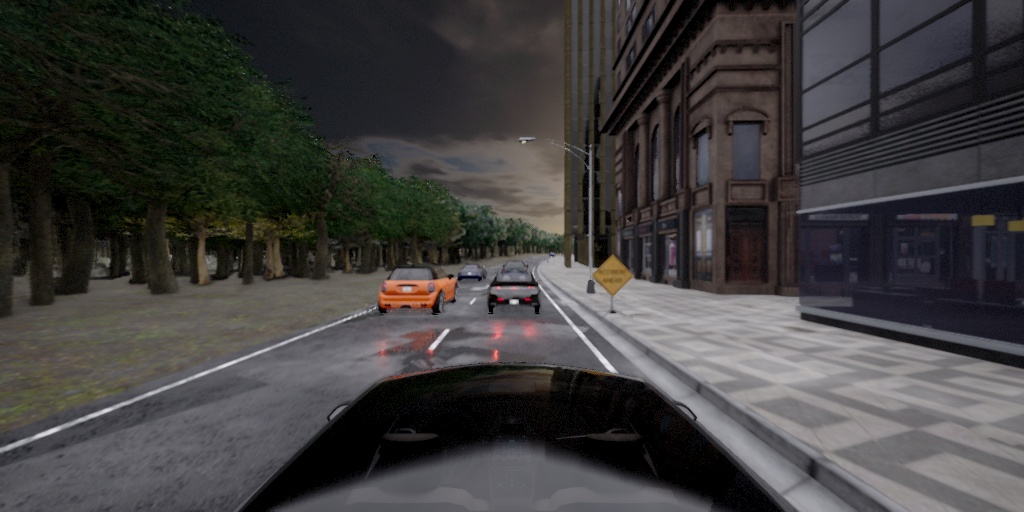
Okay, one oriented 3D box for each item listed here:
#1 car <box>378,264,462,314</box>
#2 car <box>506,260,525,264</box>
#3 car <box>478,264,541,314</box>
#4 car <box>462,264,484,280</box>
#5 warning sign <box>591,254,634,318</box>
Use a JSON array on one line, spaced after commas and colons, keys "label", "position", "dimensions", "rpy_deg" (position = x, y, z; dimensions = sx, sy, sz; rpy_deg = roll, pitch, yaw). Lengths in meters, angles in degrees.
[{"label": "car", "position": [-3.412, 1.107, 13.856], "dimensions": [2.097, 1.767, 4.553], "rpy_deg": [0, 0, 1]}, {"label": "car", "position": [0.289, 1.101, 28.766], "dimensions": [2.097, 1.767, 4.553], "rpy_deg": [0, 0, 2]}, {"label": "car", "position": [0.088, 1.249, 13.855], "dimensions": [2.128, 1.511, 4.902], "rpy_deg": [0, 0, 1]}, {"label": "car", "position": [-3.189, 1.312, 29.542], "dimensions": [1.994, 1.385, 4.181], "rpy_deg": [0, 0, 2]}, {"label": "warning sign", "position": [3.062, 0.875, 10.974], "dimensions": [1.300, 1.860, 1.060], "rpy_deg": [0, 0, 0]}]
